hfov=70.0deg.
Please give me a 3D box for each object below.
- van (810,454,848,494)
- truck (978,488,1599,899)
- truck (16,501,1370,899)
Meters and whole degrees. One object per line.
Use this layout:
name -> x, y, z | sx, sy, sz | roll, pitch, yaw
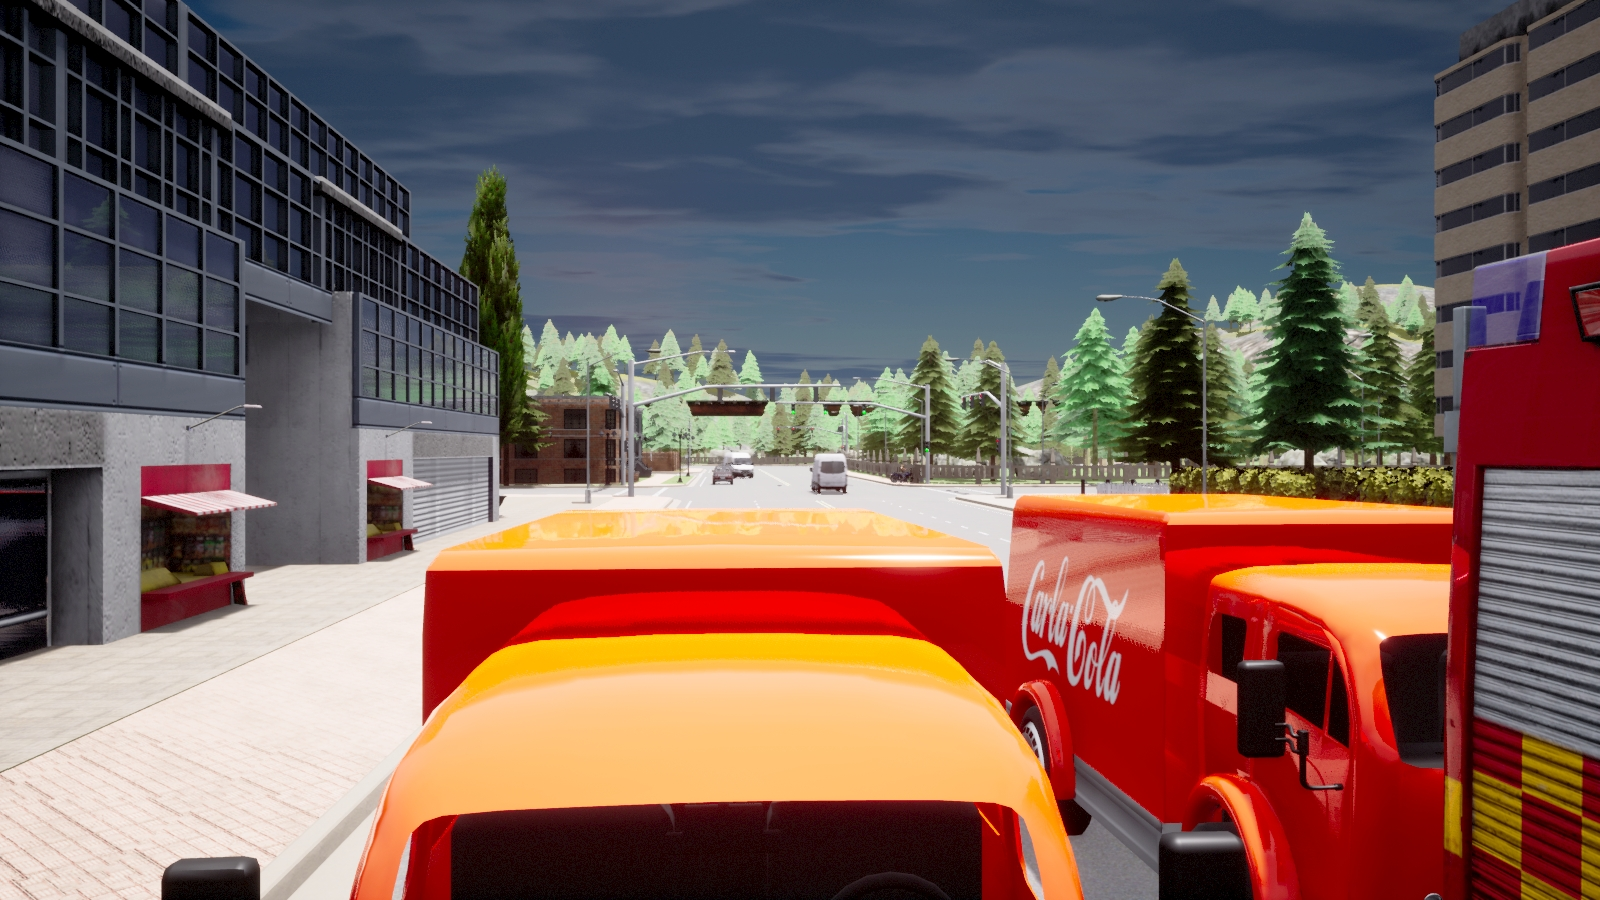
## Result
van -> 1.900, 1.534, 75.886 | 1.988, 2.561, 5.915 | 0, 0, -4
truck -> 3.003, 1.568, 7.234 | 2.627, 2.467, 5.204 | 0, 0, -4
truck -> -0.347, 1.568, 4.821 | 2.627, 2.467, 5.204 | 0, 0, -4
